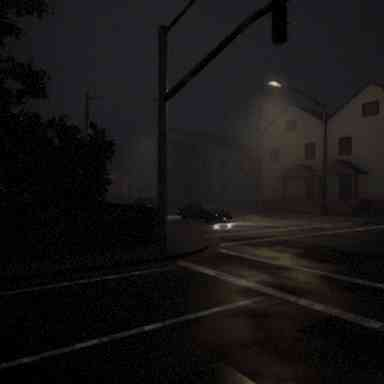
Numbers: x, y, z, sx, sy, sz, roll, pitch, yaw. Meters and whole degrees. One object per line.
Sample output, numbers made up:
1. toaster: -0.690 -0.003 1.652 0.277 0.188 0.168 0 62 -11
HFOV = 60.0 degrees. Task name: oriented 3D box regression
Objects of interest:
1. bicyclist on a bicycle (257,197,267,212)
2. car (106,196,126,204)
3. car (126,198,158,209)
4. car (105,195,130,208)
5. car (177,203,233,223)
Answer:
1. bicyclist on a bicycle: 7.568 1.364 36.001 1.656 1.620 0.582 0 0 -35
2. car: -10.653 1.561 42.779 1.812 1.442 4.674 0 0 -35
3. car: -4.610 1.388 34.202 2.097 1.767 4.553 0 0 -35
4. car: -11.214 1.396 49.946 2.097 1.767 4.553 0 0 -35
5. car: 0.852 1.583 26.472 2.033 1.411 5.357 0 0 -35
